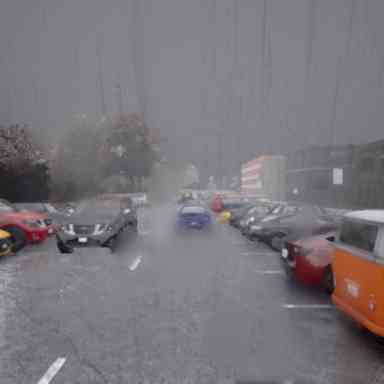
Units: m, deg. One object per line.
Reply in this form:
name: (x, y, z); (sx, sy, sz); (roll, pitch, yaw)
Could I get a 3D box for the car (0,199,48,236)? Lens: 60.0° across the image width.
car: (-8.574, 1.352, 19.128); (4.553, 1.767, 2.185); (0, 0, 0)

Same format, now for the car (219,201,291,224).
car: (4.542, 1.474, 24.710); (4.892, 1.521, 2.231); (0, 0, 0)

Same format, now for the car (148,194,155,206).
car: (-8.576, 1.197, 46.977); (5.566, 2.045, 2.435); (0, 0, 0)

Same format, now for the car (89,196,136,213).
car: (-8.514, 1.335, 35.837); (4.553, 1.767, 2.185); (0, 0, 0)

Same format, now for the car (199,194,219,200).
car: (4.369, 1.180, 87.081); (5.008, 1.535, 2.097); (0, 0, 0)

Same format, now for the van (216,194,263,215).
van: (4.651, 1.239, 32.936); (4.442, 1.987, 1.878); (0, 0, 0)

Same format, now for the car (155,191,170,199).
car: (-8.195, 1.080, 78.600); (4.553, 1.767, 2.185); (0, 0, 0)

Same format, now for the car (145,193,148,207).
car: (-8.578, 1.326, 44.067); (4.553, 1.767, 2.185); (0, 0, 0)

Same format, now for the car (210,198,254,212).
car: (4.563, 1.488, 38.627); (4.792, 1.488, 2.163); (0, 0, 0)

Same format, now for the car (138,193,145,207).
car: (-8.577, 1.329, 41.282); (4.553, 1.767, 2.185); (0, 0, 0)

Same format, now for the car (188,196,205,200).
car: (0.093, 1.526, 37.987); (2.033, 1.411, 5.357); (0, 0, 0)

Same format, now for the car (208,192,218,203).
car: (4.564, 1.216, 30.277); (5.566, 2.045, 2.435); (0, 0, 0)

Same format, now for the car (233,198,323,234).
car: (4.568, 1.355, 16.359); (4.553, 1.767, 2.185); (0, 0, 0)

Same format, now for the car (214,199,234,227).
car: (4.351, 1.473, 21.927); (5.366, 1.575, 1.946); (0, 0, 0)

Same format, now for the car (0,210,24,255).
car: (-8.546, 1.481, 10.772); (5.008, 1.535, 2.097); (0, 0, 0)

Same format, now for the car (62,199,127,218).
car: (-8.730, 1.464, 30.143); (5.366, 1.575, 1.946); (0, 0, 0)

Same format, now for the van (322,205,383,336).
van: (4.656, 1.256, 5.164); (4.442, 1.987, 1.878); (0, 0, 0)

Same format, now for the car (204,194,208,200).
car: (4.718, 1.445, 46.976); (5.366, 1.575, 1.946); (0, 0, 0)

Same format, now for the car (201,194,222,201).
car: (4.343, 1.255, 75.779); (4.674, 1.452, 2.002); (0, 0, 0)

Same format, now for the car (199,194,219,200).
car: (4.372, 1.189, 84.256); (5.008, 1.535, 2.097); (0, 0, 0)

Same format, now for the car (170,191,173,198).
car: (-8.210, 1.181, 87.072); (4.892, 1.521, 2.231); (0, 0, 0)

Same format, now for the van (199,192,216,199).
van: (4.272, 0.938, 92.732); (4.442, 1.987, 1.878); (0, 0, 0)

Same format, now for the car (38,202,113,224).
car: (-8.514, 1.502, 24.697); (4.792, 1.488, 2.163); (0, 0, 0)

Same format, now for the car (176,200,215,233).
car: (0.097, 1.475, 19.487); (1.882, 1.535, 5.008); (0, 0, 0)

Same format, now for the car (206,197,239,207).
car: (4.517, 1.486, 49.618); (4.674, 1.452, 2.002); (-1, 0, 0)

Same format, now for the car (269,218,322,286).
car: (4.568, 1.512, 8.010); (4.792, 1.488, 2.163); (0, 0, 0)

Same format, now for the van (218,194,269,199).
van: (4.652, 1.245, 27.494); (4.442, 1.987, 1.878); (0, 0, 0)

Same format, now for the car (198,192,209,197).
car: (4.309, 1.253, 72.952); (4.792, 1.488, 2.163); (0, 0, 0)

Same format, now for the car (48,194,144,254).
car: (-3.602, 1.222, 13.750); (2.150, 2.045, 5.566); (0, 0, 0)

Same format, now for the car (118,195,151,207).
car: (-8.516, 1.319, 49.763); (4.553, 1.767, 2.185); (0, 0, 0)

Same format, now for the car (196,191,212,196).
car: (4.175, 1.195, 81.430); (5.366, 1.575, 1.946); (0, 0, 0)

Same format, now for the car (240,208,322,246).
car: (4.535, 1.521, 13.577); (4.674, 1.452, 2.002); (0, 0, 0)

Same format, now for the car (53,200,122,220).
car: (-8.550, 1.470, 27.483); (5.008, 1.535, 2.097); (0, 0, 0)
